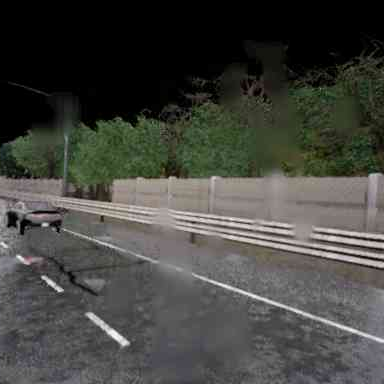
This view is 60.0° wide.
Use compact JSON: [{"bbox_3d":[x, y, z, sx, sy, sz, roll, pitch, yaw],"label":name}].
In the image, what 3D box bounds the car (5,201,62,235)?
[{"bbox_3d":[-8.072,1.203,16.827,2.128,1.511,4.902,3,0,-38],"label":"car"}]
